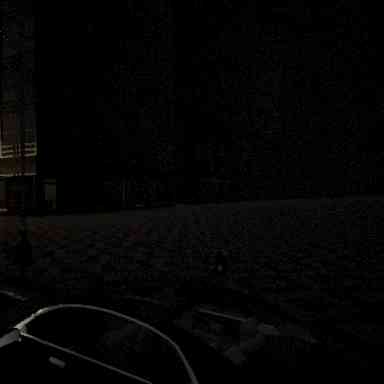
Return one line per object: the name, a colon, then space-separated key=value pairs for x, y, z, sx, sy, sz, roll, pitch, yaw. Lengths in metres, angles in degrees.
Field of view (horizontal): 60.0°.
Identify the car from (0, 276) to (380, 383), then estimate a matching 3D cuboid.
car: x=-0.600 y=1.552 z=3.285 sx=4.403 sy=1.369 sz=2.008 roll=0 pitch=-1 yaw=35
